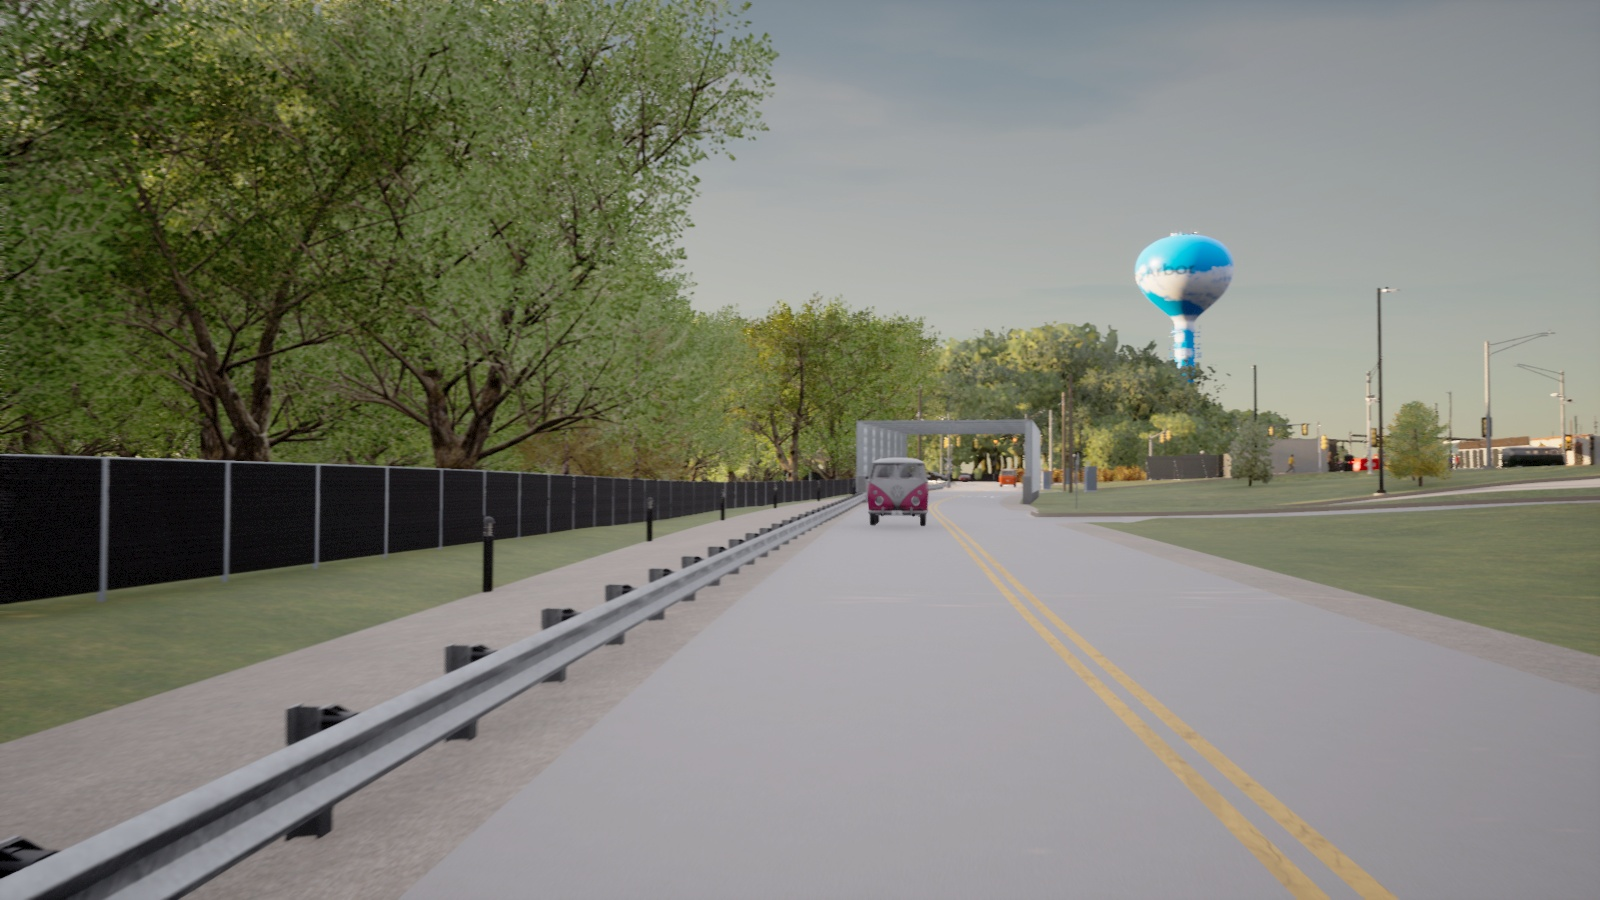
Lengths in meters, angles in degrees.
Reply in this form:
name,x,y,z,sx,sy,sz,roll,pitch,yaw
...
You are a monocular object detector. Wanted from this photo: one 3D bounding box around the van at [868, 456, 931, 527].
name,x,y,z,sx,sy,sz,roll,pitch,yaw
van,3.041,1.226,37.726,1.775,1.987,4.442,0,-1,6
